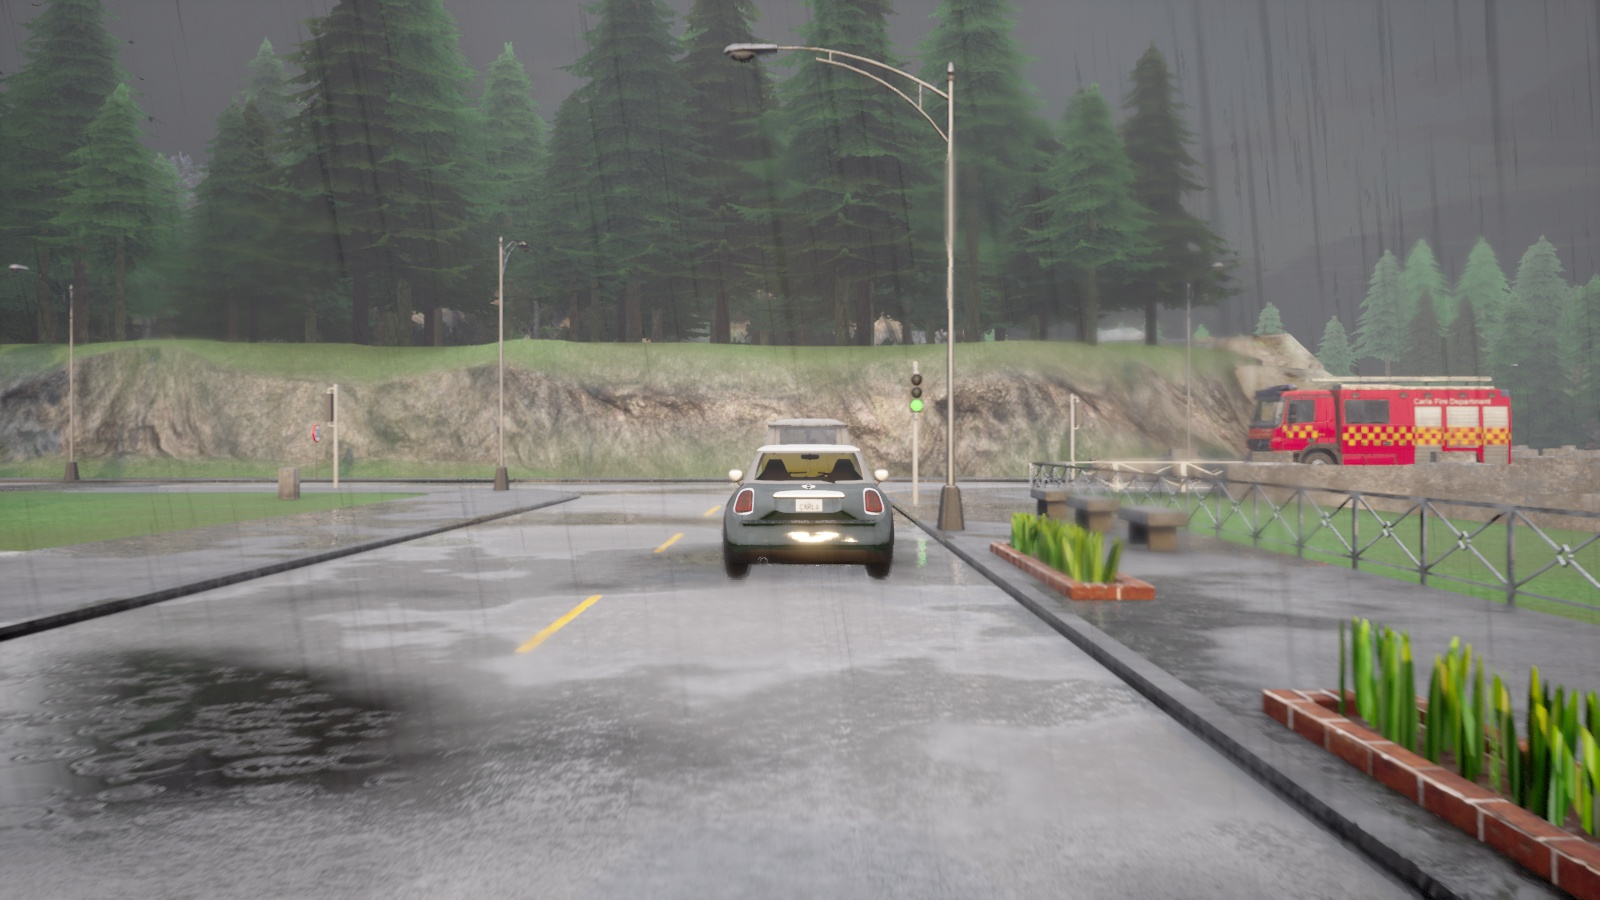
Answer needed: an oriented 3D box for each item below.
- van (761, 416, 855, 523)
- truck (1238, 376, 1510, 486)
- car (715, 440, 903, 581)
[{"bbox_3d":[0.164,0.354,25.744,1.775,1.987,4.442,0,0,0],"label":"van"},{"bbox_3d":[20.489,-0.656,45.176,8.468,3.827,2.891,0,0,0],"label":"truck"},{"bbox_3d":[0.102,0.627,15.104,1.970,1.475,3.806,0,0,0],"label":"car"}]
